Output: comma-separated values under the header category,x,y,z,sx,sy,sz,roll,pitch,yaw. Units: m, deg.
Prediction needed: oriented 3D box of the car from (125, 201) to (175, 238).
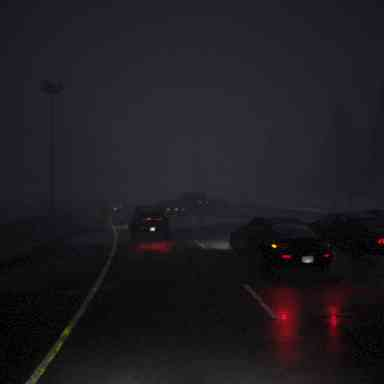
category,x,y,z,sx,sy,sz,roll,pitch,yaw
car,-2.360,1.430,17.493,1.837,1.490,4.892,0,0,-14

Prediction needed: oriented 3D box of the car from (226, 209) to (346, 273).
category,x,y,z,sx,sy,sz,roll,pitch,yaw
car,2.558,1.470,10.432,1.812,1.442,4.674,0,0,-7

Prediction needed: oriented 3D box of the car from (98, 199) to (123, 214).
category,x,y,z,sx,sy,sz,roll,pitch,yaw
car,-8.397,1.392,34.054,1.812,1.442,4.674,0,0,-26

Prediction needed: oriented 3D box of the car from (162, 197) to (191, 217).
category,x,y,z,sx,sy,sz,roll,pitch,yaw
car,-2.177,1.420,28.804,2.033,1.411,5.357,0,0,-22

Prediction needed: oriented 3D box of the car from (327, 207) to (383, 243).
category,x,y,z,sx,sy,sz,roll,pitch,yaw
car,8.730,1.502,15.943,1.895,1.301,4.718,0,0,-11

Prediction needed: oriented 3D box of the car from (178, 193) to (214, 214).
category,x,y,z,sx,sy,sz,roll,pitch,yaw
car,-0.295,1.068,33.313,2.150,2.045,5.566,0,0,-23

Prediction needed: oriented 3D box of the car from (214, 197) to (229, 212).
category,x,y,z,sx,sy,sz,roll,pitch,yaw
car,2.182,1.304,36.155,1.882,1.535,5.008,0,0,-25

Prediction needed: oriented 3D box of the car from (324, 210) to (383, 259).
category,x,y,z,sx,sy,sz,roll,pitch,yaw
car,5.869,1.473,12.363,2.033,1.411,5.357,0,0,-9
